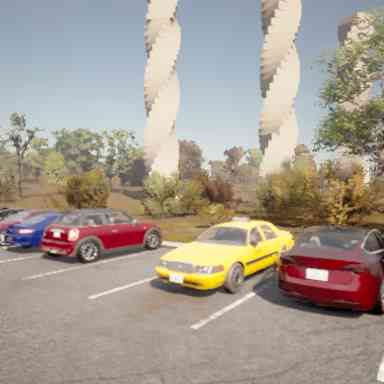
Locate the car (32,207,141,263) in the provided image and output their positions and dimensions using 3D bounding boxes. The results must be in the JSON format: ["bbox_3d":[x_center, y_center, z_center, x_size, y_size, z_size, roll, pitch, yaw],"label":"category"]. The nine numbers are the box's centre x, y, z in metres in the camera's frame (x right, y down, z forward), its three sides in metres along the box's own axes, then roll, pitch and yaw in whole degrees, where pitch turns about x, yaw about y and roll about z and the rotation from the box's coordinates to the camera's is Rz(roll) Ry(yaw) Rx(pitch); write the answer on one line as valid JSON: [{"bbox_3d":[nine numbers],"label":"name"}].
[{"bbox_3d":[-3.175,1.406,12.593,2.185,1.767,4.553,0,0,35],"label":"car"}]

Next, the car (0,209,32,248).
[{"bbox_3d":[-5.406,1.575,14.220,2.002,1.452,4.674,0,0,36],"label":"car"}]

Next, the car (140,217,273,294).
[{"bbox_3d":[1.216,1.504,9.271,1.946,1.575,5.366,0,0,36],"label":"car"}]

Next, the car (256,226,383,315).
[{"bbox_3d":[3.587,1.522,7.842,2.163,1.488,4.792,0,0,36],"label":"car"}]

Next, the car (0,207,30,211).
[{"bbox_3d":[-7.645,1.577,15.824,2.002,1.452,4.674,0,0,36],"label":"car"}]
